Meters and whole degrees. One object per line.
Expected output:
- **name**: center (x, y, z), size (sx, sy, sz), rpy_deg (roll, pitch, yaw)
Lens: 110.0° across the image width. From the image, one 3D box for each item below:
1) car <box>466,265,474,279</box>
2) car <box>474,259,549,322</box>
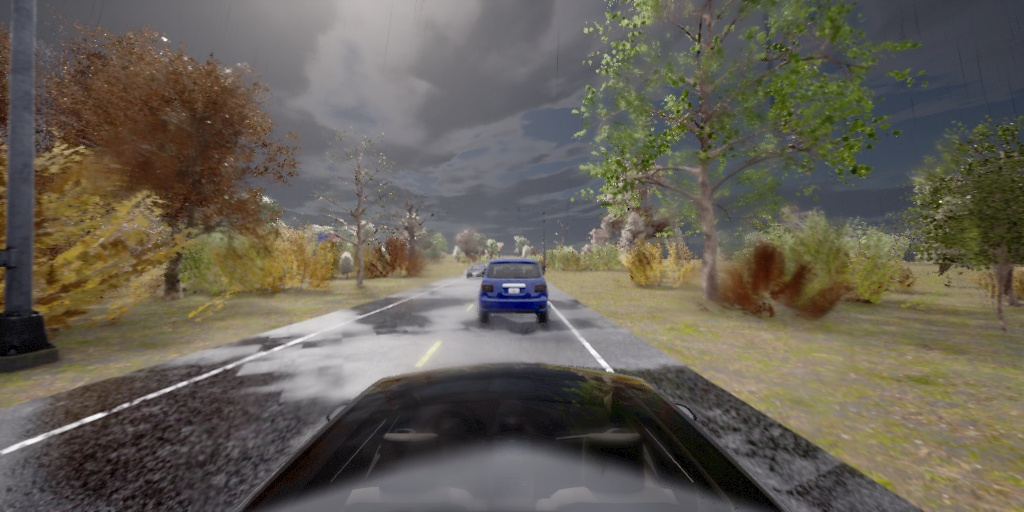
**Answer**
- **car**: center (-3.722, 1.679, 38.275), size (2.128, 1.511, 4.902), rpy_deg (0, -1, -1)
- **car**: center (0.067, 1.112, 13.036), size (2.150, 2.045, 5.566), rpy_deg (0, 0, 0)
